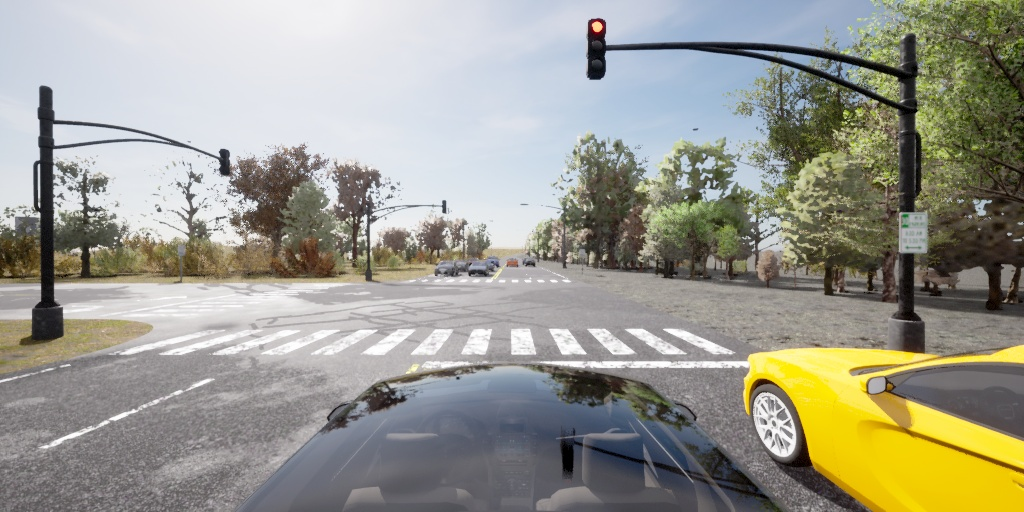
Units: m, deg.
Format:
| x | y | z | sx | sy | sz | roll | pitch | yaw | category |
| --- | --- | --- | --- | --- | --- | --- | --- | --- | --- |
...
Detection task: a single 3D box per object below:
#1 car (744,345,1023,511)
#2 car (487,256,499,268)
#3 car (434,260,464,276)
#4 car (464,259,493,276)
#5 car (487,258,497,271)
| x | y | z | sx | sy | sz | roll | pitch | yaw | category |
| --- | --- | --- | --- | --- | --- | --- | --- | --- | --- |
| 3.363 | 1.195 | 1.746 | 1.882 | 1.535 | 5.008 | 0 | 1 | 0 | car |
| -3.310 | 0.967 | 60.593 | 2.150 | 2.045 | 5.566 | 0 | 1 | 0 | car |
| -6.586 | 1.242 | 36.465 | 2.128 | 1.511 | 4.902 | 0 | 0 | 0 | car |
| -3.338 | 1.298 | 36.687 | 2.033 | 1.411 | 5.357 | 0 | 0 | 0 | car |
| -3.330 | 1.315 | 45.922 | 1.994 | 1.385 | 4.181 | 0 | 0 | 0 | car |
